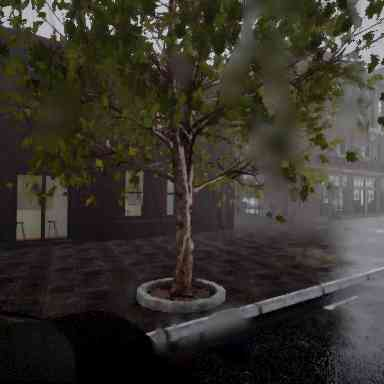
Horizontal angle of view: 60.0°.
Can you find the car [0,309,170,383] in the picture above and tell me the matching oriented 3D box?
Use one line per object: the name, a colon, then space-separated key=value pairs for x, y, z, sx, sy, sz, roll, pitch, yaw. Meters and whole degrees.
car: x=-2.420 y=1.477 z=1.397 sx=5.008 sy=1.535 sz=1.882 roll=0 pitch=0 yaw=-35
